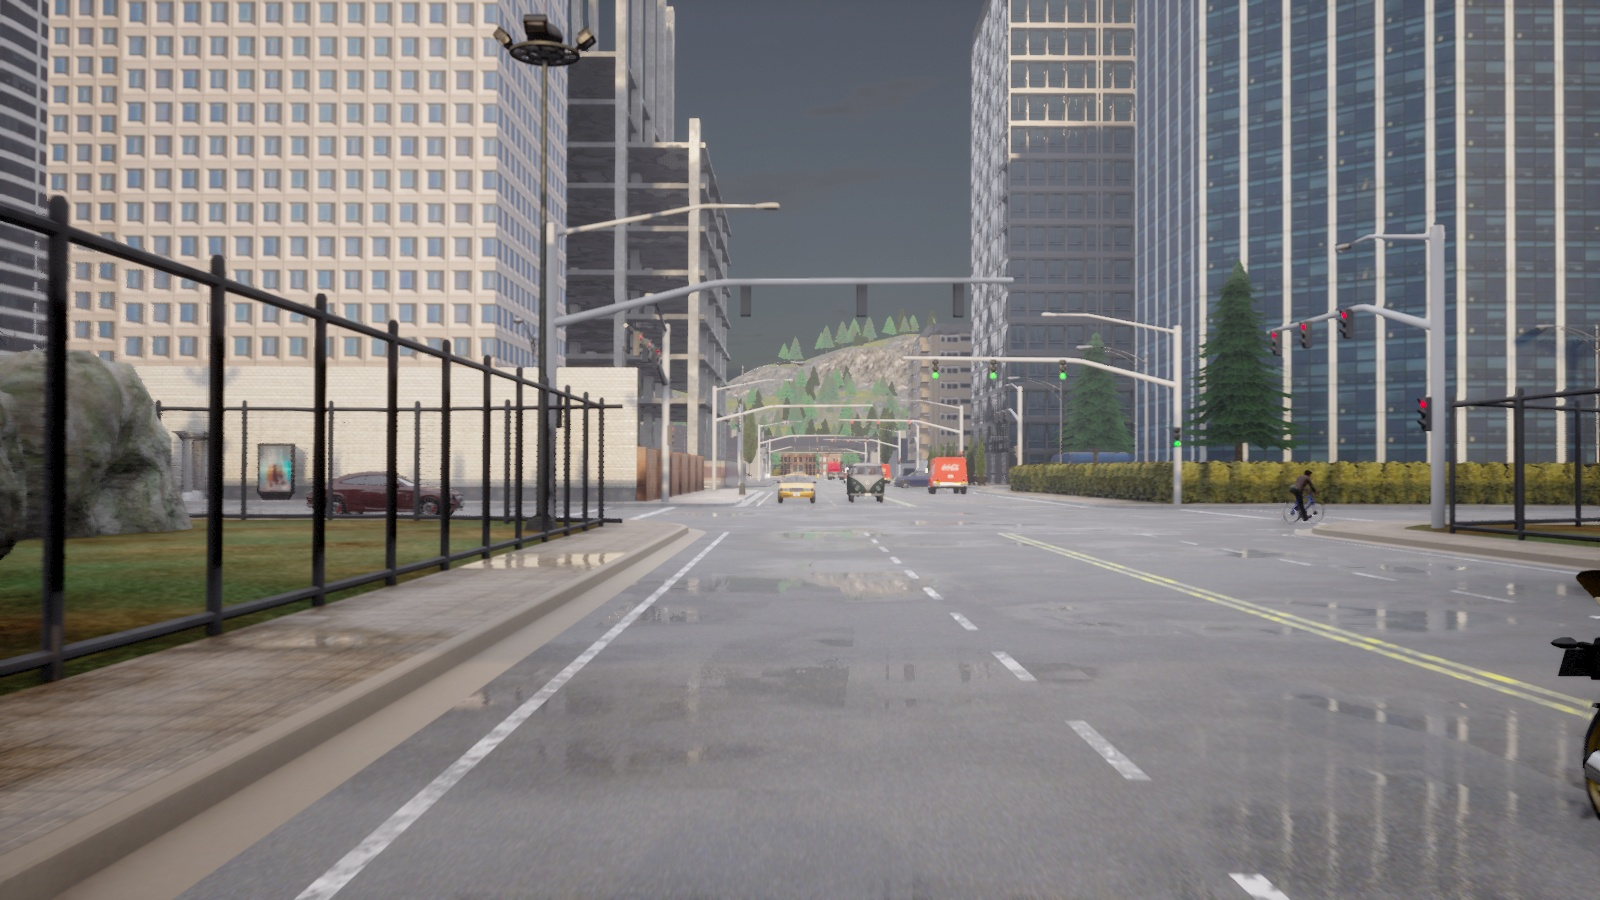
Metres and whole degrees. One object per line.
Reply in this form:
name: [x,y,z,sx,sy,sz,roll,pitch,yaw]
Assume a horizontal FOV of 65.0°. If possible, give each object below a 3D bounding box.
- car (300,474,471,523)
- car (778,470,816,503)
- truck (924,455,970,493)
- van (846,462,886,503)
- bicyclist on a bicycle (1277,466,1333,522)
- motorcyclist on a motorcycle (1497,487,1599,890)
car: [-12.693,1.483,38.655,4.674,1.442,1.812,0,-1,0]
car: [-0.152,1.802,62.577,1.801,1.575,5.366,0,-1,0]
truck: [10.284,1.740,88.371,2.627,2.467,5.204,0,-3,0]
van: [3.343,1.627,64.074,1.775,1.987,4.442,0,-1,0]
bicyclist on a bicycle: [15.127,1.298,37.621,1.656,1.620,0.582,0,1,-25]
motorcyclist on a motorcycle: [3.489,0.909,4.392,0.866,1.530,2.191,0,-1,0]
